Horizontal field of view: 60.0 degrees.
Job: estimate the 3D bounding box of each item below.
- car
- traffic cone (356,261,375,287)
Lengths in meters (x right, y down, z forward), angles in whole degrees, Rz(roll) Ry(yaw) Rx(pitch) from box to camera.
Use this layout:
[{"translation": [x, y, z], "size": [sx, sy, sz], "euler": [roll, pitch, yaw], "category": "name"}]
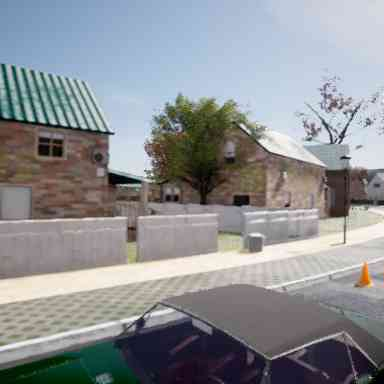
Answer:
[{"translation": [0.182, 1.625, 2.736], "size": [4.718, 1.301, 1.895], "euler": [1, -1, -36], "category": "car"}, {"translation": [4.449, 2.075, 8.533], "size": [0.340, 0.580, 0.340], "euler": [1, -1, -38], "category": "traffic cone"}]
